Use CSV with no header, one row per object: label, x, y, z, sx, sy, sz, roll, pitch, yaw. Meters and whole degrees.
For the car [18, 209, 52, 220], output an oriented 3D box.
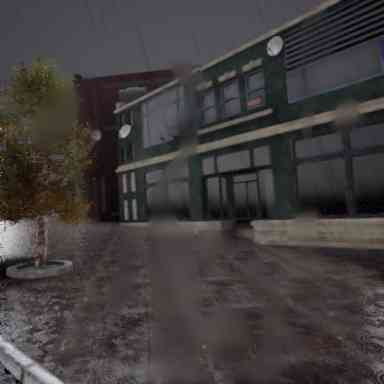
car,-18.529,2.341,38.454,1.812,1.442,4.674,-4,-1,2
